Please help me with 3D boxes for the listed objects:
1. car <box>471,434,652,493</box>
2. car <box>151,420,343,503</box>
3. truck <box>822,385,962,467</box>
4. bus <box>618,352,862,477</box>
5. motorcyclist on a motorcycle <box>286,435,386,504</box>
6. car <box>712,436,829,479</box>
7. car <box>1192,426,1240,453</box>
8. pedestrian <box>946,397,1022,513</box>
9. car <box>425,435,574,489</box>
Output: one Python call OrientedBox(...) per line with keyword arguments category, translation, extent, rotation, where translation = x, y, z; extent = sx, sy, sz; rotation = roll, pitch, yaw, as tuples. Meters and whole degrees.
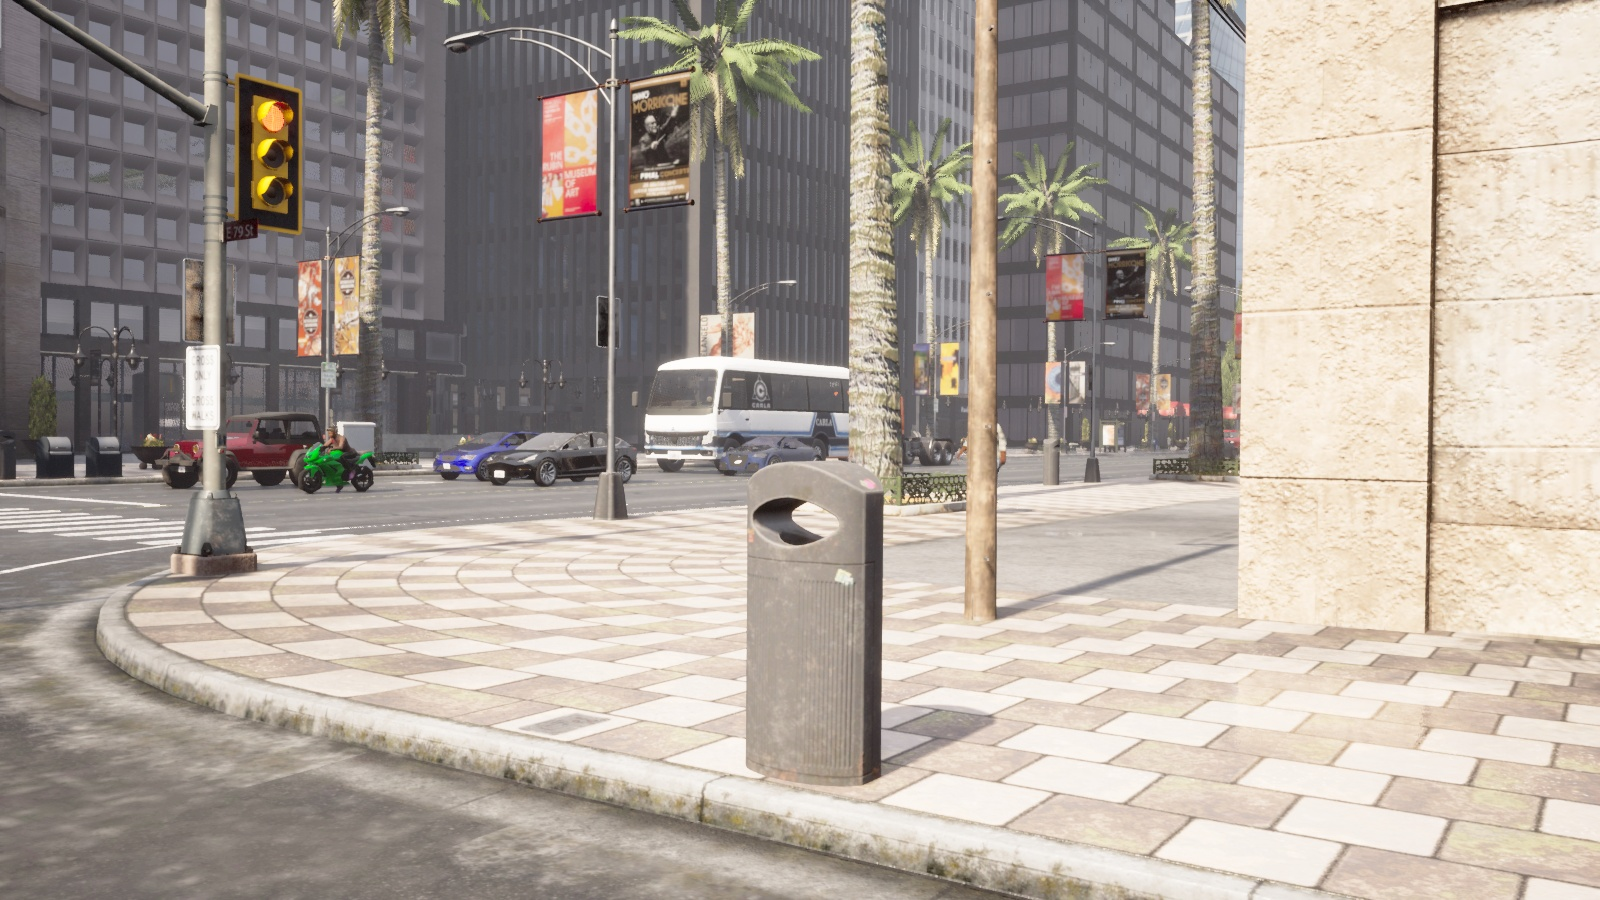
OrientedBox(category="car", translation=(-6.506, 0.315, 34.783), extent=(2.163, 1.488, 4.792), rotation=(0, 1, 33))
OrientedBox(category="car", translation=(-13.428, 0.230, 30.680), extent=(1.905, 1.878, 3.866), rotation=(0, 1, 34))
OrientedBox(category="truck", translation=(4.364, -1.074, 57.412), extent=(2.891, 3.462, 7.936), rotation=(0, 1, 33))
OrientedBox(category="bus", translation=(-1.975, -1.281, 47.871), extent=(3.944, 4.253, 10.273), rotation=(0, 1, 34))
OrientedBox(category="motorcyclist on a motorcycle", translation=(-10.567, 0.418, 28.681), extent=(0.797, 1.523, 2.044), rotation=(0, 1, 34))
OrientedBox(category="car", translation=(-0.953, 0.215, 43.117), extent=(1.994, 1.385, 4.181), rotation=(0, 1, 33))
OrientedBox(category="car", translation=(25.614, -0.657, 77.230), extent=(1.851, 1.617, 3.988), rotation=(0, 1, 33))
OrientedBox(category="pedestrian", translation=(3.046, 0.077, 20.791), extent=(0.874, 1.855, 0.900), rotation=(0, 1, 42))
OrientedBox(category="car", translation=(-8.902, 0.314, 37.493), extent=(1.816, 1.474, 4.193), rotation=(0, 1, 34))
